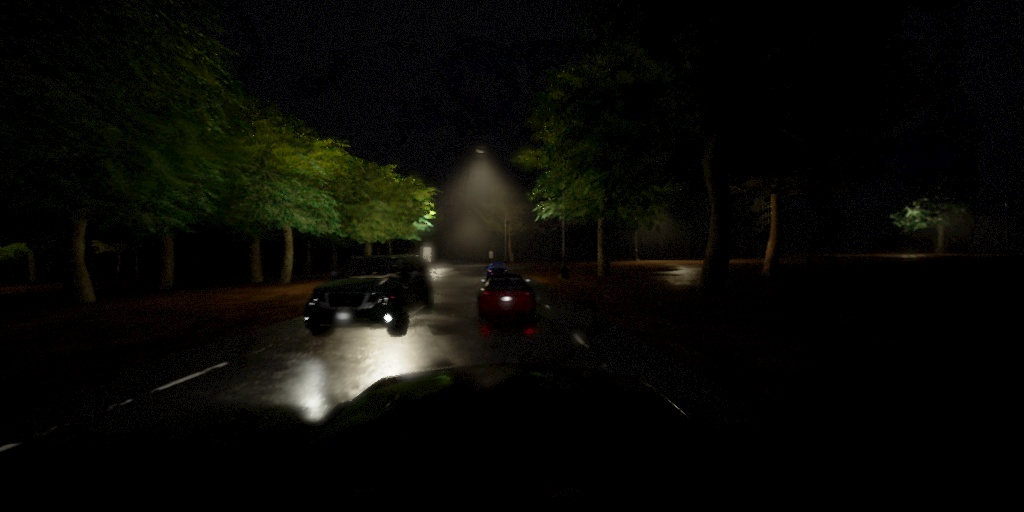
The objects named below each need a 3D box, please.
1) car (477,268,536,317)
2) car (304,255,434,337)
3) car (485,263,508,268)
[{"bbox_3d":[-0.235,1.329,13.362,1.994,1.385,4.181,0,0,-2],"label":"car"},{"bbox_3d":[-3.798,0.984,10.673,2.150,2.045,5.566,0,0,-2],"label":"car"},{"bbox_3d":[-1.282,1.304,30.773,1.812,1.442,4.674,0,0,-4],"label":"car"}]
